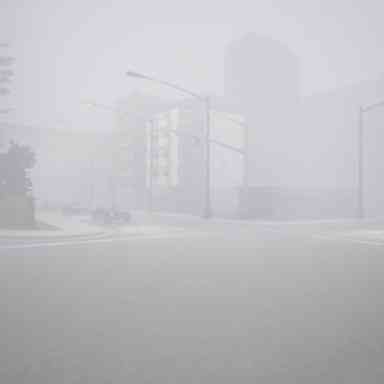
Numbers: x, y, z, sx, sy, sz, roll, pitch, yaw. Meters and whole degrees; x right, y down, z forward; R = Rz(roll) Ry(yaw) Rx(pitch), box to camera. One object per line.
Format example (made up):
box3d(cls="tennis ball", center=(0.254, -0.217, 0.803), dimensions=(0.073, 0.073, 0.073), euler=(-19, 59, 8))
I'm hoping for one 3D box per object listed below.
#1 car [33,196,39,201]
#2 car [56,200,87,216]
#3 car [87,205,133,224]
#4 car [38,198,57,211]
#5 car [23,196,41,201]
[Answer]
box3d(cls="car", center=(-36.960, 1.603, 76.879), dimensions=(4.974, 1.542, 2.038), euler=(0, 0, 35))
box3d(cls="car", center=(-12.028, 1.645, 34.249), dimensions=(2.033, 1.411, 5.357), euler=(1, 0, -35))
box3d(cls="car", center=(-6.421, 1.695, 26.253), dimensions=(1.895, 1.301, 4.718), euler=(1, 0, -35))
box3d(cls="car", center=(-17.832, 1.702, 42.530), dimensions=(1.895, 1.301, 4.718), euler=(1, 0, -35))
box3d(cls="car", center=(-37.002, 1.445, 76.909), dimensions=(4.536, 1.218, 1.853), euler=(0, 0, 35))
